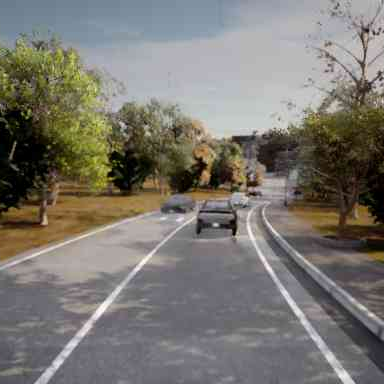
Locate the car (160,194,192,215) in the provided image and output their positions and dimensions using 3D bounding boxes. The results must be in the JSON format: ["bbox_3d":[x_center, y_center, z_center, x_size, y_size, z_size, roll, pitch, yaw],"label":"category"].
[{"bbox_3d":[-0.923,0.882,25.848,2.033,1.411,5.357,2,2,11],"label":"car"}]

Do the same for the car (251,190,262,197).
[{"bbox_3d":[12.327,0.202,64.878,1.895,1.301,4.718,3,2,22],"label":"car"}]

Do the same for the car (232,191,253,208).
[{"bbox_3d":[4.842,0.789,34.042,1.812,1.442,4.674,2,2,15],"label":"car"}]

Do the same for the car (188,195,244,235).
[{"bbox_3d":[1.311,1.124,16.436,2.128,1.511,4.902,1,1,7],"label":"car"}]
